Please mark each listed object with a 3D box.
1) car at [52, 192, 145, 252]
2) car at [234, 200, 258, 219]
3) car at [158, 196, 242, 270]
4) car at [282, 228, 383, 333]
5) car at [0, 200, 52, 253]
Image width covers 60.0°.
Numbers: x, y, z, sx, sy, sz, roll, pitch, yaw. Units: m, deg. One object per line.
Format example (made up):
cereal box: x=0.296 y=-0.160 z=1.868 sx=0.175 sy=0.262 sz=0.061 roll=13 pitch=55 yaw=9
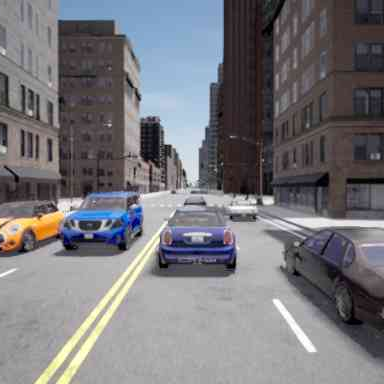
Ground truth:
car: x=-3.277 y=1.020 z=13.360 sx=2.150 sy=2.045 sz=5.566 roll=0 pitch=1 yaw=0
car: x=3.483 y=1.238 z=24.446 sx=1.895 sy=1.301 sz=4.718 roll=0 pitch=1 yaw=0
car: x=0.155 y=1.194 z=10.640 sx=2.097 sy=1.767 sz=4.553 roll=0 pitch=1 yaw=0
car: x=3.385 y=1.446 z=6.784 sx=2.033 sy=1.411 sz=5.357 roll=0 pitch=1 yaw=0
car: x=-6.530 y=1.159 z=12.655 sx=2.097 sy=1.767 sz=4.553 roll=0 pitch=1 yaw=0
